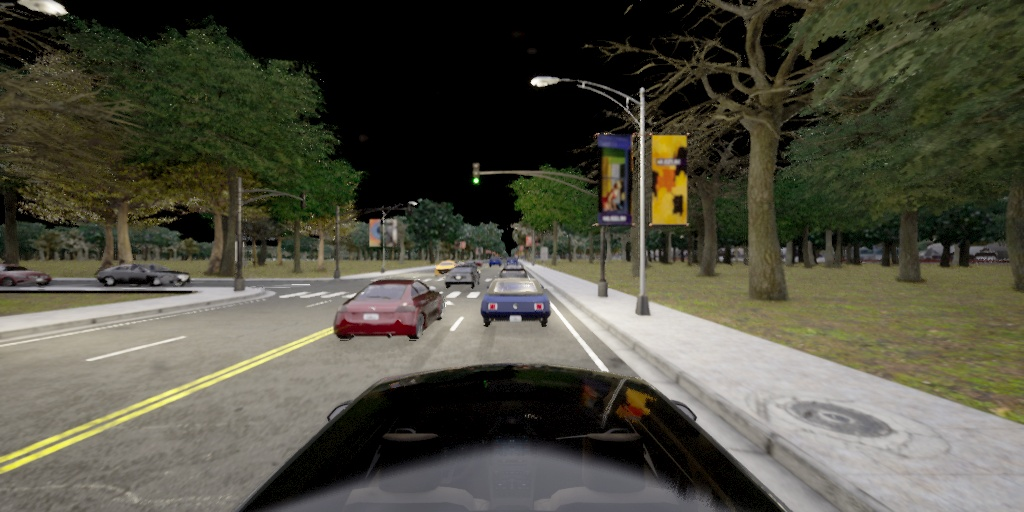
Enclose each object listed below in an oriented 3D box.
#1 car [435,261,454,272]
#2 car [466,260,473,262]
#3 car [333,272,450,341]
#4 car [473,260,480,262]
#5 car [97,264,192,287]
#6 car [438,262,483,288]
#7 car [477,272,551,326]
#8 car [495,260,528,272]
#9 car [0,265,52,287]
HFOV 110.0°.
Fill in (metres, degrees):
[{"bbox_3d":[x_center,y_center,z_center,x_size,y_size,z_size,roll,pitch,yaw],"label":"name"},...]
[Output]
[{"bbox_3d":[-6.592,1.263,36.865,1.882,1.535,5.008,0,0,0],"label":"car"},{"bbox_3d":[-6.579,1.400,46.272,1.895,1.301,4.718,0,0,0],"label":"car"},{"bbox_3d":[-3.146,1.321,9.966,1.994,1.385,4.181,0,0,-1],"label":"car"},{"bbox_3d":[-6.547,1.380,56.329,1.994,1.385,4.181,0,0,0],"label":"car"},{"bbox_3d":[-23.380,1.237,22.906,4.902,1.511,2.128,0,0,0],"label":"car"},{"bbox_3d":[-3.146,1.318,23.639,2.033,1.411,5.357,0,0,0],"label":"car"},{"bbox_3d":[0.101,1.359,11.638,1.895,1.301,4.718,0,0,0],"label":"car"},{"bbox_3d":[0.105,1.264,25.762,2.128,1.511,4.902,0,0,0],"label":"car"},{"bbox_3d":[-32.518,1.261,22.912,4.674,1.442,1.812,0,0,0],"label":"car"}]
